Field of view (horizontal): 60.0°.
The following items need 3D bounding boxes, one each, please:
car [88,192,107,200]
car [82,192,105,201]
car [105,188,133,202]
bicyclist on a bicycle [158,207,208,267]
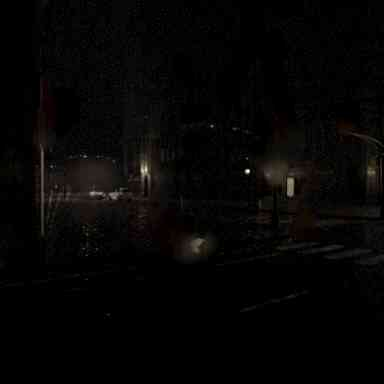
[{"bbox_3d":[-17.629,0.682,61.818,1.895,1.301,4.718,0,1,-35],"label":"car"},{"bbox_3d":[-16.685,0.715,55.300,2.033,1.411,5.357,0,1,-35],"label":"car"},{"bbox_3d":[-11.406,0.445,53.099,2.150,2.045,5.566,0,1,-35],"label":"car"},{"bbox_3d":[-0.248,1.337,10.137,1.843,1.776,0.659,0,0,-35],"label":"bicyclist on a bicycle"}]
